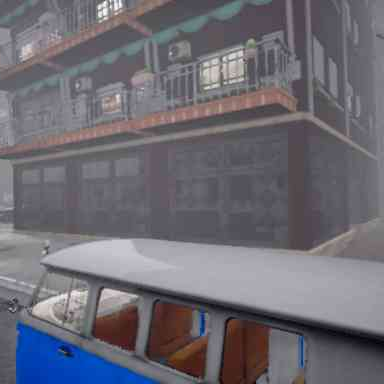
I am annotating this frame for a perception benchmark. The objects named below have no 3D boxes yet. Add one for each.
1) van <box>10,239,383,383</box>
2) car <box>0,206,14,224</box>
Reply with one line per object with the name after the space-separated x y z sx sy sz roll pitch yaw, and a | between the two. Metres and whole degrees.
0.255 1.351 2.522 3.998 1.788 1.690 -1 -2 35 | van
-12.340 1.657 25.228 2.008 1.369 4.403 -2 -1 36 | car
